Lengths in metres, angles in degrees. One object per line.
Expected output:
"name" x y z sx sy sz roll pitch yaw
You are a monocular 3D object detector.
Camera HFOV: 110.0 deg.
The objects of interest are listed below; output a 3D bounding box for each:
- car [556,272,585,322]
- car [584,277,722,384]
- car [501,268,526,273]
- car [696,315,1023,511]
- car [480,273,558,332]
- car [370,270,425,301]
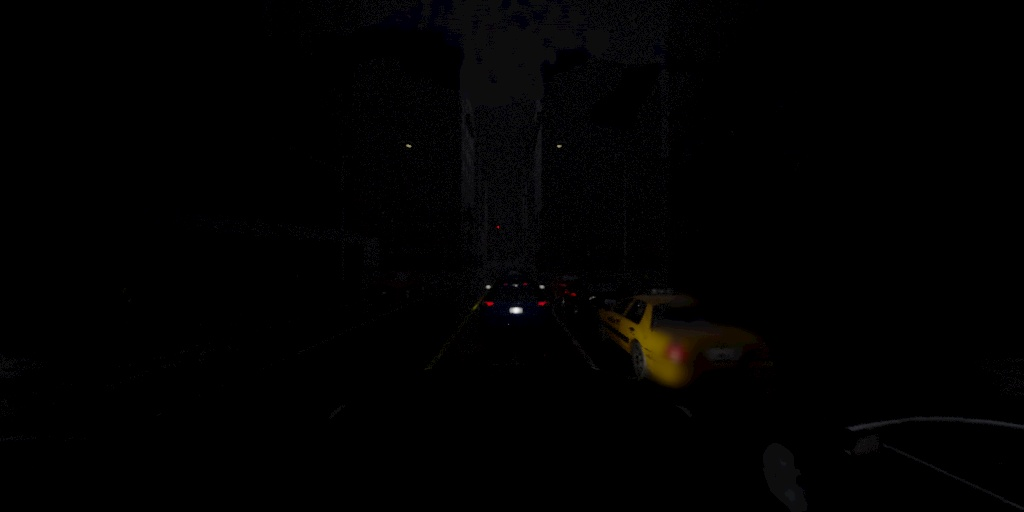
"car" 2.875 1.389 12.560 1.948 1.339 4.313 0 0 0
"car" 2.874 1.311 7.144 1.751 1.417 4.829 0 0 0
"car" 0.104 1.408 21.264 1.812 1.442 4.674 0 0 -2
"car" 2.873 1.298 1.389 2.007 1.370 4.403 0 0 0
"car" 0.100 1.376 11.125 1.994 1.385 4.181 0 -1 0
"car" -5.669 1.407 18.145 1.888 1.381 4.507 0 0 0
